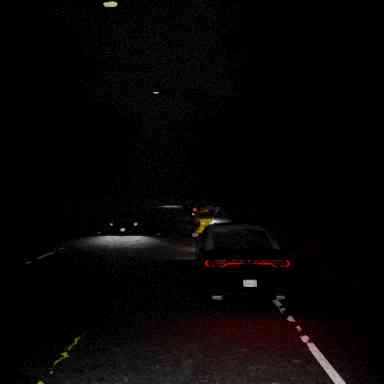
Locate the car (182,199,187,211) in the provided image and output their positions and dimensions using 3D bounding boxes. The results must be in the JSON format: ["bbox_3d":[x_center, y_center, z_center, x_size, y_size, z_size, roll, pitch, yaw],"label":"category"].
[{"bbox_3d":[-0.310,1.782,45.340,2.128,1.511,4.902,0,-1,0],"label":"car"}]

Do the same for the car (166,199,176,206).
[{"bbox_3d":[-4.276,2.143,67.467,1.895,1.301,4.718,0,-1,-1],"label":"car"}]

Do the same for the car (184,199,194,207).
[{"bbox_3d":[-0.581,1.966,59.425,1.812,1.442,4.674,0,-1,-1],"label":"car"}]

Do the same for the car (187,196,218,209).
[{"bbox_3d":[0.924,1.317,24.526,2.150,2.045,5.566,-1,0,-1],"label":"car"}]

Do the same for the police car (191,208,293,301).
[{"bbox_3d":[1.039,1.449,8.578,1.930,1.638,5.238,0,0,0],"label":"police car"}]

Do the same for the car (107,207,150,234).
[{"bbox_3d":[-3.673,1.630,20.254,2.033,1.411,5.357,0,0,0],"label":"car"}]

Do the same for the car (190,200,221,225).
[{"bbox_3d":[0.977,1.517,18.672,1.801,1.575,5.366,-1,0,0],"label":"car"}]
